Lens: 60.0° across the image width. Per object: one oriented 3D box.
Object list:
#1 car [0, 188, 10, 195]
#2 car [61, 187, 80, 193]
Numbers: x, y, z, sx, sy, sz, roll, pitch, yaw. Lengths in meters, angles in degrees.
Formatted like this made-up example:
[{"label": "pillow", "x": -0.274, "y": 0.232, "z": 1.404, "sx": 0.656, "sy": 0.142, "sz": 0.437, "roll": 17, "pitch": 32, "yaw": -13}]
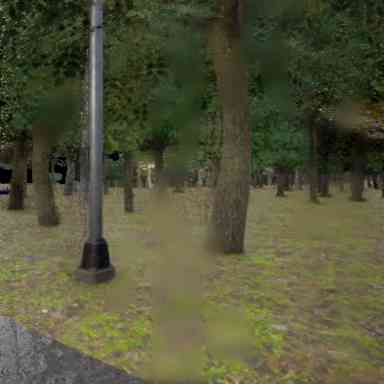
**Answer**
[{"label": "car", "x": -39.224, "y": -0.092, "z": 68.632, "sx": 1.882, "sy": 1.535, "sz": 5.008, "roll": -1, "pitch": 1, "yaw": 34}, {"label": "car", "x": -30.003, "y": -0.568, "z": 82.074, "sx": 1.837, "sy": 1.490, "sz": 4.892, "roll": -1, "pitch": 1, "yaw": 34}]
